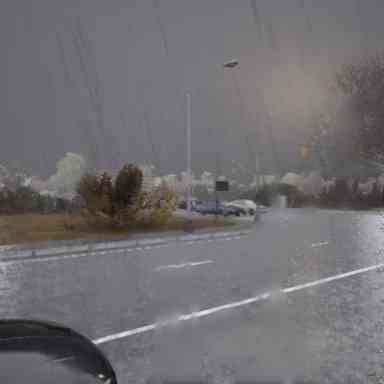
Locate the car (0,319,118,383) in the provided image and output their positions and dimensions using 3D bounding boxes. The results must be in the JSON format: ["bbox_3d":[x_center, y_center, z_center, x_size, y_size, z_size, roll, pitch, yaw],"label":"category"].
[{"bbox_3d":[-2.805,1.490,1.743,4.902,1.511,2.128,0,0,-36],"label":"car"}]

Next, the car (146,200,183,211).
[{"bbox_3d":[-3.496,1.480,38.465,1.837,1.490,4.892,0,0,-39],"label":"car"}]

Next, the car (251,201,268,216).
[{"bbox_3d":[5.347,1.495,33.066,1.812,1.442,4.674,0,0,-39],"label":"car"}]

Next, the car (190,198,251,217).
[{"bbox_3d":[2.561,1.521,30.913,2.033,1.411,5.357,0,0,-39],"label":"car"}]

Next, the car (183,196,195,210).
[{"bbox_3d":[-0.259,1.322,40.026,2.097,1.767,4.553,0,0,-39],"label":"car"}]

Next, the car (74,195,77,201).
[{"bbox_3d":[-18.813,1.195,57.738,2.150,2.045,5.566,0,0,-39],"label":"car"}]
